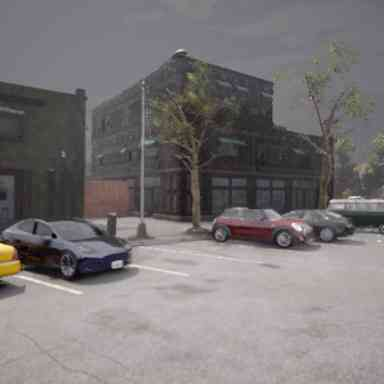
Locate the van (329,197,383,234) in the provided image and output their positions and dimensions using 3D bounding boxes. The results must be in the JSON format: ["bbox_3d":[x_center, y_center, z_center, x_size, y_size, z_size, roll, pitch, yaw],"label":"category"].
[{"bbox_3d":[10.389,1.463,20.595,4.442,1.987,1.878,-1,-1,35],"label":"van"}]

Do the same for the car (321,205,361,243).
[{"bbox_3d":[5.671,1.631,17.102,4.892,1.521,2.231,-1,-1,34],"label":"car"}]

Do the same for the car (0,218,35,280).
[{"bbox_3d":[-6.548,1.482,8.622,5.366,1.575,1.946,-1,-1,35],"label":"car"}]

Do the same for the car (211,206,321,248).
[{"bbox_3d":[3.229,1.475,15.404,4.553,1.767,2.185,-1,-1,35],"label":"car"}]

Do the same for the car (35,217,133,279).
[{"bbox_3d":[-3.953,1.542,10.230,4.792,1.488,2.163,-1,-1,35],"label":"car"}]
